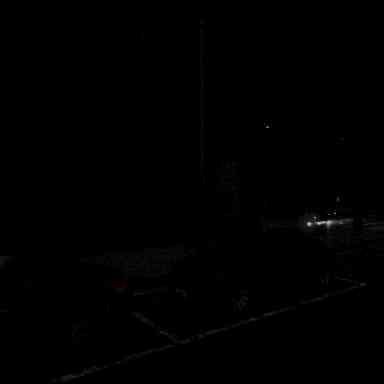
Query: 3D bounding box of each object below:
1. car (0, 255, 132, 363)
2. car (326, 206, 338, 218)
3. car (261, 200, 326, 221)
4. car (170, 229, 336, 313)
[{"bbox_3d":[-2.878,1.582,4.482,4.206,1.307,1.802,0,0,-35],"label":"car"},{"bbox_3d":[10.266,1.481,29.131,1.837,1.490,4.892,0,0,-36],"label":"car"},{"bbox_3d":[7.684,1.532,27.153,2.033,1.411,5.357,0,0,-36],"label":"car"},{"bbox_3d":[1.560,1.566,7.648,4.313,1.339,1.947,0,0,-35],"label":"car"}]
